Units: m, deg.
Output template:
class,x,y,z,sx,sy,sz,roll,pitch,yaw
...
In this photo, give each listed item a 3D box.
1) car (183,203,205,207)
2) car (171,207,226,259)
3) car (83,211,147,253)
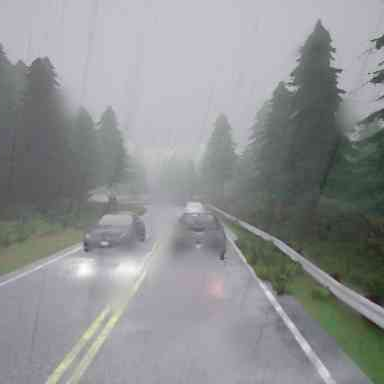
class,x,y,z,sx,sy,sz,roll,pitch,yaw
car,0.208,1.641,28.822,1.812,1.442,4.674,0,0,-1
car,0.261,1.545,12.883,2.128,1.511,4.902,0,0,1
car,-3.074,1.580,14.116,1.812,1.442,4.674,0,0,1
